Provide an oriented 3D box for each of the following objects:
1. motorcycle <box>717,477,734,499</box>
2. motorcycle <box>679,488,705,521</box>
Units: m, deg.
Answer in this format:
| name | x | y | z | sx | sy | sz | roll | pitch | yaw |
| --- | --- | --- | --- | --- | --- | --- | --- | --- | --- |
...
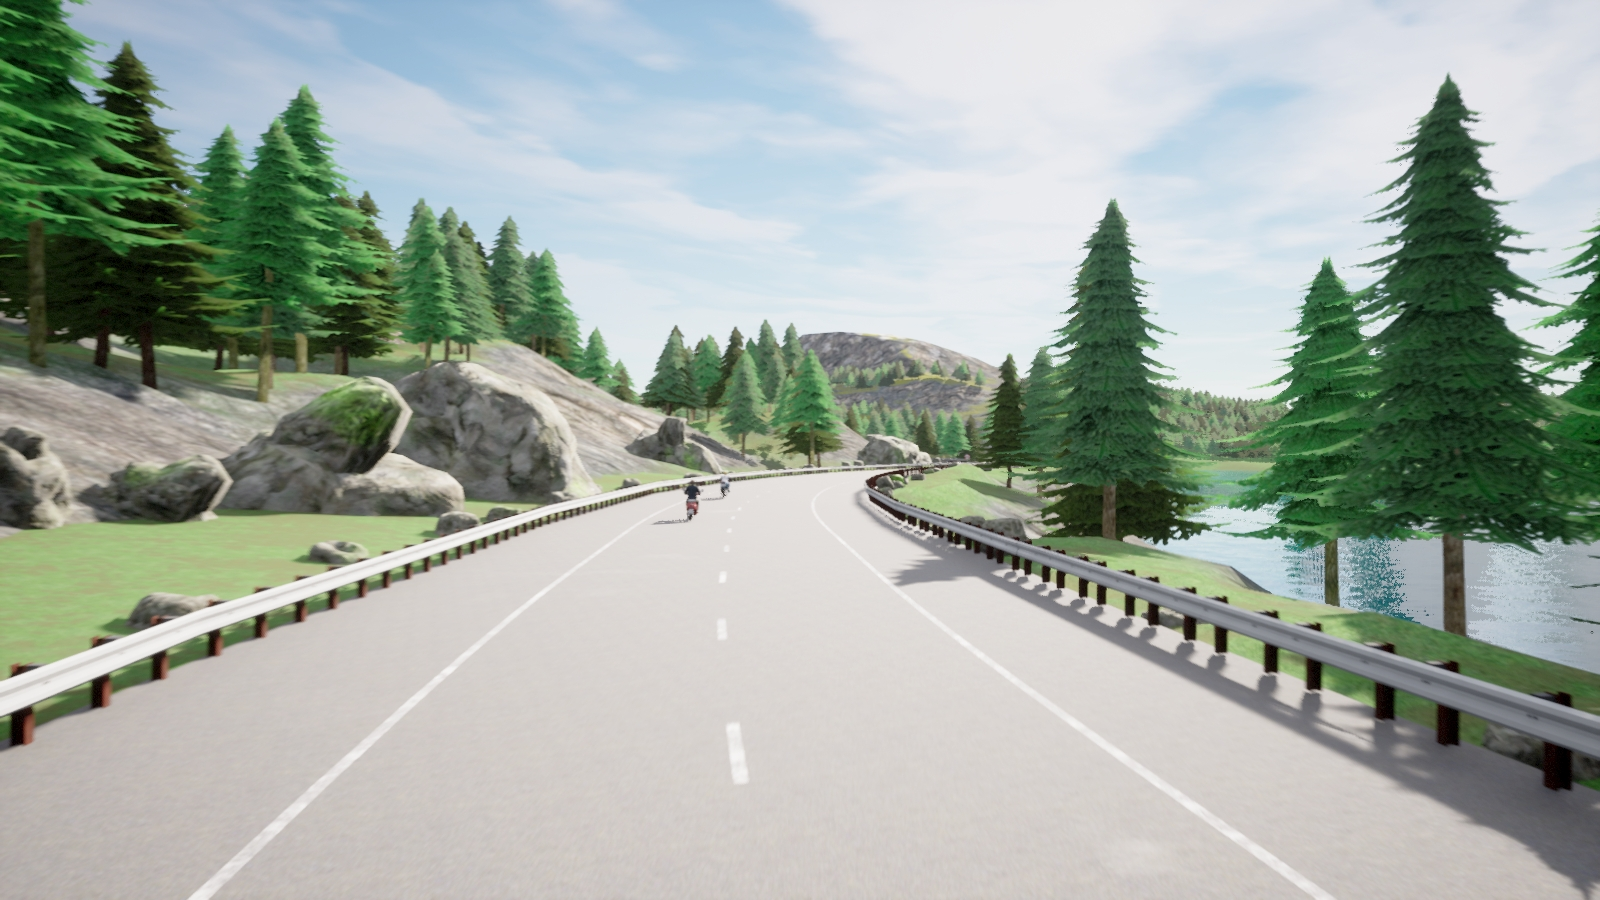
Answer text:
| name | x | y | z | sx | sy | sz | roll | pitch | yaw |
| --- | --- | --- | --- | --- | --- | --- | --- | --- | --- |
| motorcycle | -4.325 | 2.171 | 66.235 | 0.803 | 1.217 | 2.033 | 0 | 0 | 2 |
| motorcycle | -4.305 | 2.177 | 45.677 | 0.856 | 1.236 | 1.805 | 1 | 0 | -1 |
